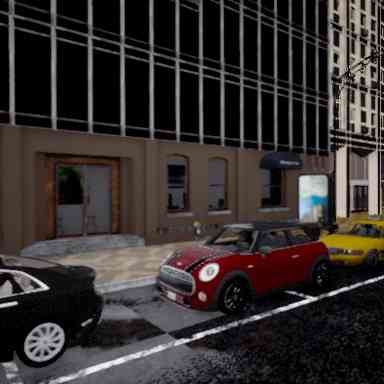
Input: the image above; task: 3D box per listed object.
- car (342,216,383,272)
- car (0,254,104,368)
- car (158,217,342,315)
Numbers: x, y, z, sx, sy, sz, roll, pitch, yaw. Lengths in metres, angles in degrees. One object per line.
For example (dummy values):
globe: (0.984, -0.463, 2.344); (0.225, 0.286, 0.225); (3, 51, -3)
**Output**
car: (5.701, 1.485, 10.632); (4.829, 1.417, 1.752); (0, 0, -36)
car: (-3.353, 1.555, 4.164); (4.403, 1.369, 2.008); (0, 0, -36)
car: (1.243, 1.422, 7.448); (4.097, 1.590, 1.967); (0, 0, -36)
